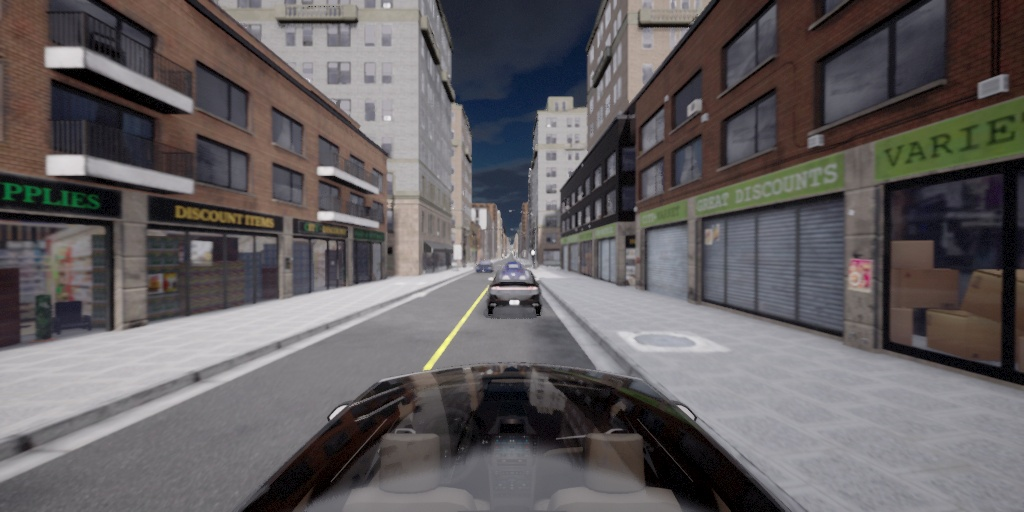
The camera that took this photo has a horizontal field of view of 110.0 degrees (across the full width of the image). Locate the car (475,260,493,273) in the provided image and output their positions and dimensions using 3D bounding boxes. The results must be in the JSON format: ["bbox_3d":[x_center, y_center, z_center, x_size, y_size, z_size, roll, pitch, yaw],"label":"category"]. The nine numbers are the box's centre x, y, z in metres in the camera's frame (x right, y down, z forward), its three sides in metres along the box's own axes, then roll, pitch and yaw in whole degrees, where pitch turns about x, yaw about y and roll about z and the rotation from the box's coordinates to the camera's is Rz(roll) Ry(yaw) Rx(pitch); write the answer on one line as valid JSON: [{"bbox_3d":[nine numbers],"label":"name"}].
[{"bbox_3d":[-3.072,1.202,41.315,2.033,1.411,5.357,0,0,0],"label":"car"}]

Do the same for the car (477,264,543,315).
[{"bbox_3d":[0.084,1.216,13.418,2.128,1.511,4.902,0,0,0],"label":"car"}]

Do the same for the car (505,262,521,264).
[{"bbox_3d":[0.084,1.213,29.517,1.812,1.442,4.674,0,0,0],"label":"car"}]
